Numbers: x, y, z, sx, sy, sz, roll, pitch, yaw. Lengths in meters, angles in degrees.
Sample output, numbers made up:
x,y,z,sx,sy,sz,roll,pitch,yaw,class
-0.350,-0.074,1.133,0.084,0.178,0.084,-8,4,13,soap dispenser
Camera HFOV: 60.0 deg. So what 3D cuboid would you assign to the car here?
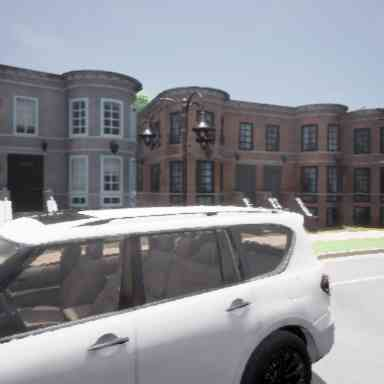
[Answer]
x,y,z,sx,sy,sz,roll,pitch,yaw,class
-1.025,1.195,3.112,5.566,2.045,2.150,0,0,-33,car
